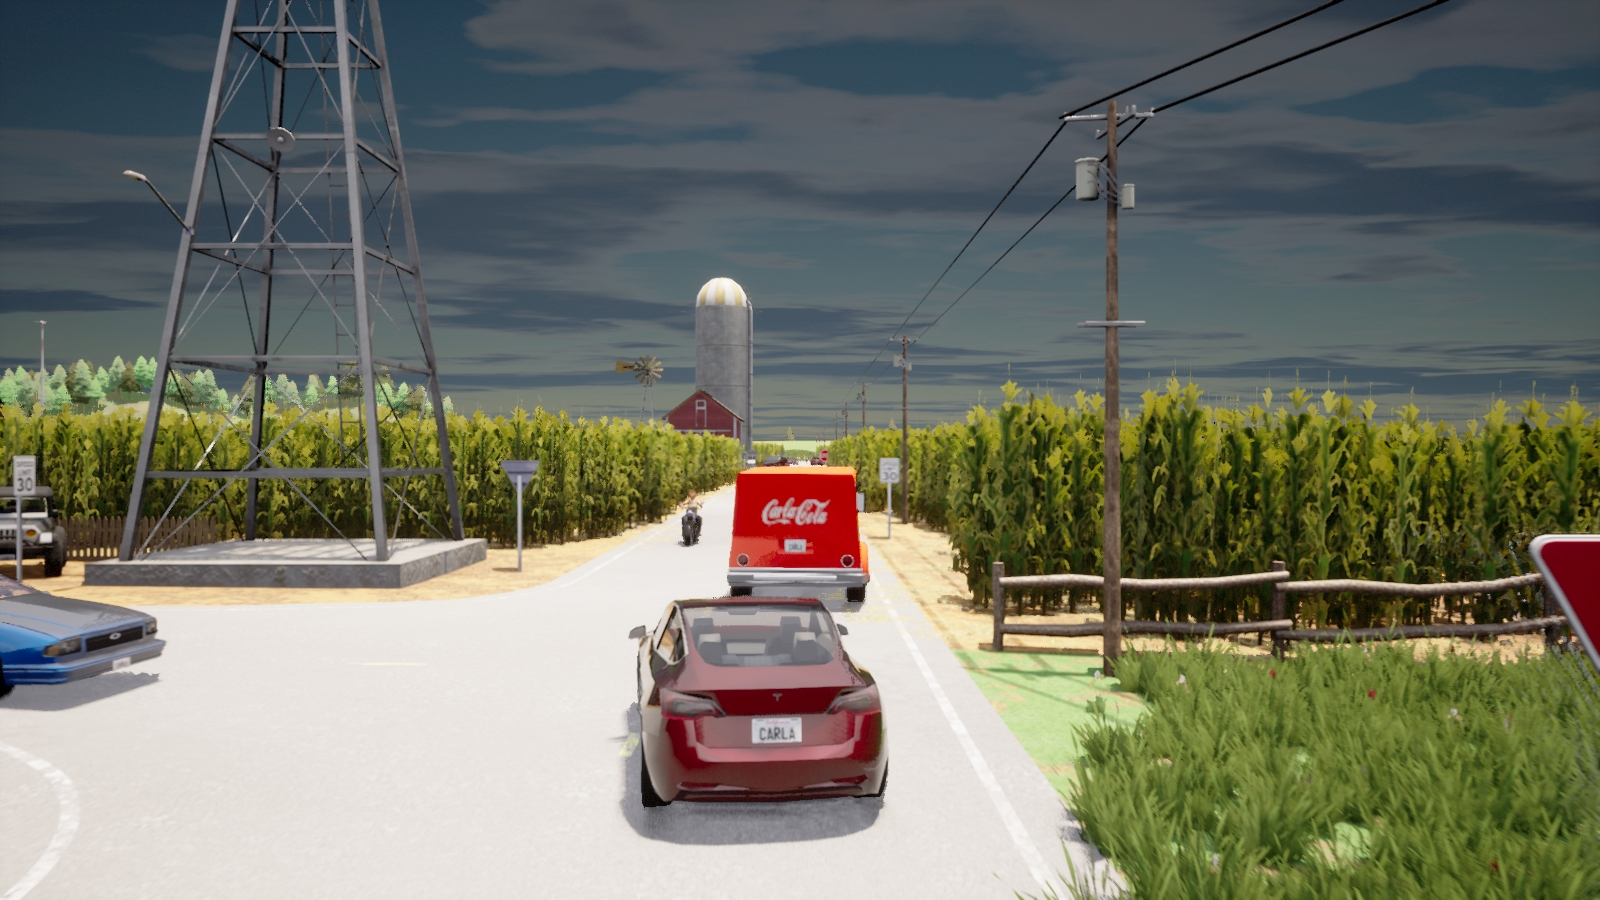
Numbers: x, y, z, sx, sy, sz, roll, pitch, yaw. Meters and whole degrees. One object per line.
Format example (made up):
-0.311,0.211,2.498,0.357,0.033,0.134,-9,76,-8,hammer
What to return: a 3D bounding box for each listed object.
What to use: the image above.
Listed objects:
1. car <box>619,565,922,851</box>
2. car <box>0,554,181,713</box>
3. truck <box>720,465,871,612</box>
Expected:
-0.533,2.055,10.490,2.163,1.488,4.792,0,0,-8,car
-10.171,1.971,12.897,5.357,1.411,2.033,0,0,5,car
0.047,1.569,22.461,2.627,2.467,5.204,0,0,3,truck
